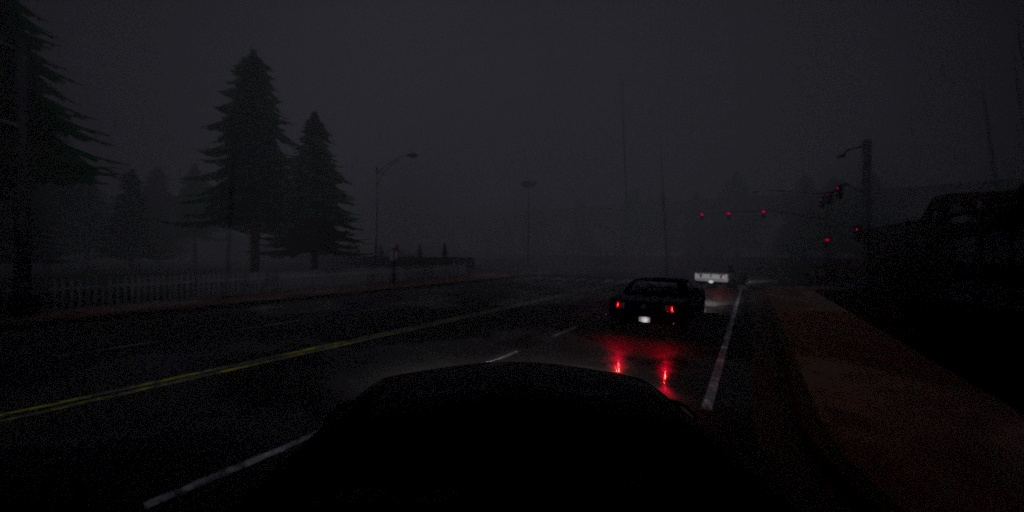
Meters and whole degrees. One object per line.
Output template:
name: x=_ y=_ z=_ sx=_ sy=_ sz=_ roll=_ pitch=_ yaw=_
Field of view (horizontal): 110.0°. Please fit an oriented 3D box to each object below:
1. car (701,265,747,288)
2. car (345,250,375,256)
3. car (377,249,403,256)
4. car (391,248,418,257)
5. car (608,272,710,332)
car: x=13.397 y=1.231 z=22.822 sx=4.718 sy=1.301 sz=1.895 roll=0 pitch=1 yaw=-45
car: x=-22.944 y=-0.006 z=53.666 sx=5.008 sy=1.535 sz=1.882 roll=5 pitch=3 yaw=32
car: x=-19.644 y=0.161 z=55.724 sx=4.674 sy=1.442 sz=1.812 roll=5 pitch=3 yaw=32
car: x=-17.745 y=-0.159 z=58.683 sx=5.566 sy=2.045 sz=2.150 roll=5 pitch=3 yaw=33
car: x=4.568 y=1.293 z=10.810 sx=1.895 sy=1.301 sz=4.718 roll=1 pitch=1 yaw=34
